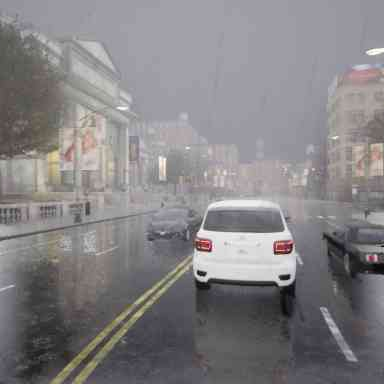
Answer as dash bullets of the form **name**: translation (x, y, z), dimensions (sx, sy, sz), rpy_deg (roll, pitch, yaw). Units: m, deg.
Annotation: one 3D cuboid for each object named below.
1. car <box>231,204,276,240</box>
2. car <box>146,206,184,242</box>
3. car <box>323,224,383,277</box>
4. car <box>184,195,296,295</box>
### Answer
- **car**: translation (3.437, 1.492, 18.306), dimensions (2.128, 1.511, 4.902), rpy_deg (0, 0, 12)
- **car**: translation (-0.716, 1.506, 16.355), dimensions (1.837, 1.490, 4.892), rpy_deg (0, 0, 13)
- **car**: translation (5.268, 1.601, 9.972), dimensions (1.895, 1.301, 4.718), rpy_deg (0, 0, 11)
- **car**: translation (1.471, 1.221, 9.001), dimensions (2.150, 2.045, 5.566), rpy_deg (0, 0, 11)
